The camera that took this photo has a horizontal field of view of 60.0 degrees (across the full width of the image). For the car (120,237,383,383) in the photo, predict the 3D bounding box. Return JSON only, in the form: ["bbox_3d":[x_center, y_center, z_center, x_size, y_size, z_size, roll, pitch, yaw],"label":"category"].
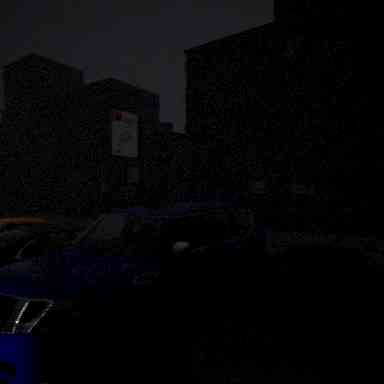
[{"bbox_3d":[1.684,1.509,4.118,2.163,1.488,4.792,0,0,35],"label":"car"}]

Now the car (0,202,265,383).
[{"bbox_3d":[-0.579,1.226,5.732,2.435,2.045,5.566,0,0,35],"label":"car"}]
